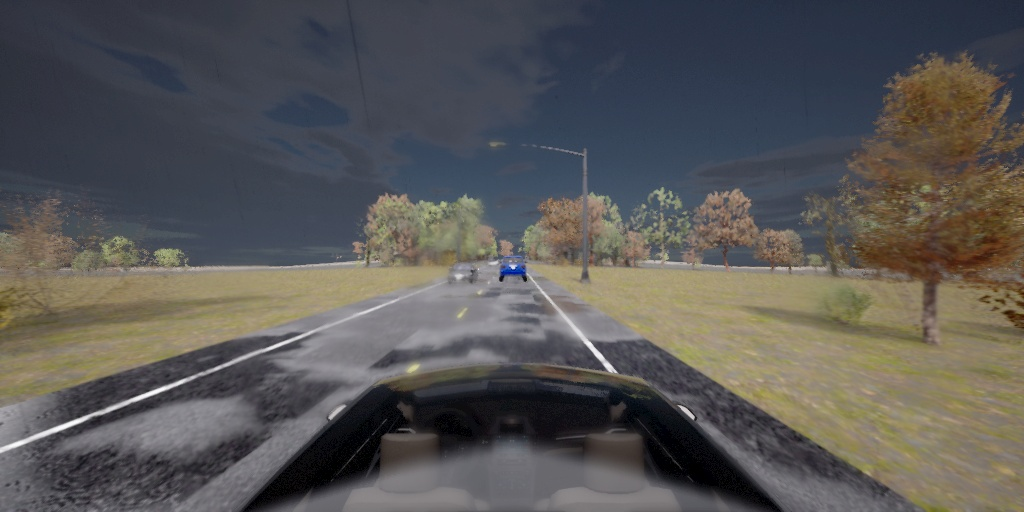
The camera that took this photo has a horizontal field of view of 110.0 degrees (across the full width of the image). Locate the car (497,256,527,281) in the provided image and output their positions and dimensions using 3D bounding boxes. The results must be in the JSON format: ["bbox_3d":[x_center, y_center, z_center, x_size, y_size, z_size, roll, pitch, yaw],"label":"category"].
[{"bbox_3d":[0.095,1.010,31.174,2.150,2.045,5.566,0,0,0],"label":"car"}]

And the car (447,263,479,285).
[{"bbox_3d":[-3.593,1.274,26.875,2.128,1.511,4.902,0,0,0],"label":"car"}]
